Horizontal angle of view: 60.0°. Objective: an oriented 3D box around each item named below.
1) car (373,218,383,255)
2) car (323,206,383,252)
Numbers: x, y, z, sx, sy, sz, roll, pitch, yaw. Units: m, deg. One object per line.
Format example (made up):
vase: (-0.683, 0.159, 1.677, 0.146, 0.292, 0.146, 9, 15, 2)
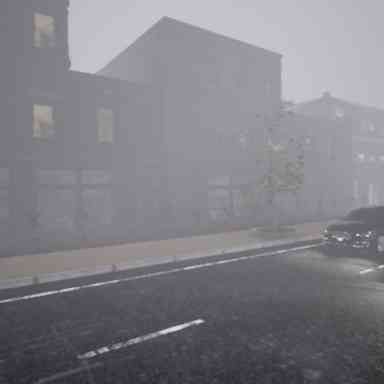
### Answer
car: (7.262, 1.387, 8.871, 5.357, 1.411, 2.033, -1, 1, -36)
car: (6.979, 1.316, 12.662, 4.892, 1.490, 1.837, -1, 1, -36)
